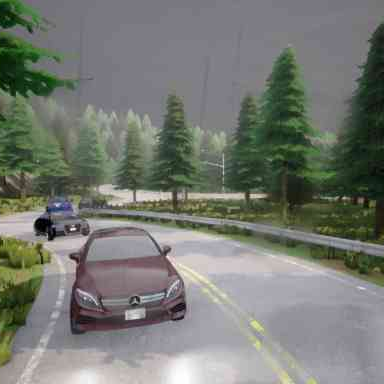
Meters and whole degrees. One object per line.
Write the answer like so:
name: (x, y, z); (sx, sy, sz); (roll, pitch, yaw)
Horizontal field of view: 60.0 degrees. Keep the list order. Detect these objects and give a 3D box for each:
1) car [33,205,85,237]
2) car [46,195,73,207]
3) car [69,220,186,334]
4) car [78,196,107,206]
car: (-7.029, 1.664, 17.758); (1.994, 1.385, 4.181); (-4, 2, -38)
car: (-12.817, 1.326, 32.223); (2.150, 2.045, 5.566); (-1, 0, -18)
car: (-1.512, 1.523, 7.052); (1.812, 1.442, 4.674); (-2, 0, -17)
car: (-12.659, 1.289, 42.809); (2.097, 1.767, 4.553); (2, 2, 13)
